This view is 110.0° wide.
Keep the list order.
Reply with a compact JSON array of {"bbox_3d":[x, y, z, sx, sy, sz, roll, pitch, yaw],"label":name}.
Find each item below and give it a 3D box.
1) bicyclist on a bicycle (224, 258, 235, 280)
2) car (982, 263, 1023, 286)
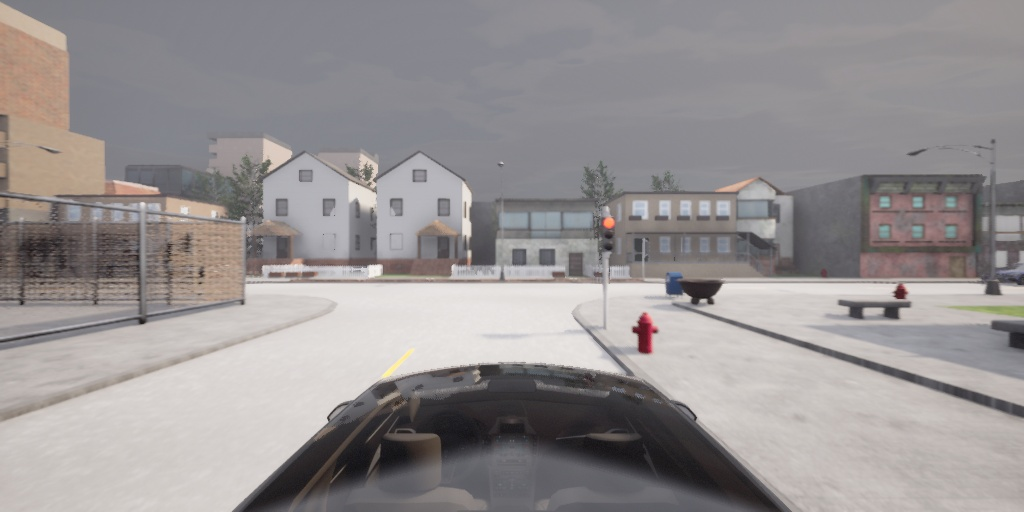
[{"bbox_3d":[-21.879,1.005,27.741,0.582,1.620,1.656,0,1,0],"label":"bicyclist on a bicycle"},{"bbox_3d":[34.015,1.195,23.561,4.674,1.442,1.812,0,0,0],"label":"car"}]
